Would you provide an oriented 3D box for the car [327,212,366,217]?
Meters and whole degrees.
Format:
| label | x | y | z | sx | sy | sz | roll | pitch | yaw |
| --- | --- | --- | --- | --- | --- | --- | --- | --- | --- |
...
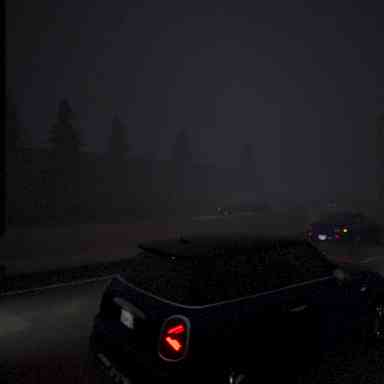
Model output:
| label | x | y | z | sx | sy | sz | roll | pitch | yaw |
| --- | --- | --- | --- | --- | --- | --- | --- | --- | --- |
| car | 6.669 | 1.569 | 14.329 | 4.674 | 1.442 | 1.812 | 0 | 0 | -43 |

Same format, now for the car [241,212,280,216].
| label | x | y | z | sx | sy | sz | roll | pitch | yaw |
| --- | --- | --- | --- | --- | --- | --- | --- | --- | --- |
| car | 4.158 | 1.579 | 21.959 | 1.812 | 1.442 | 4.674 | 0 | 0 | 44 |

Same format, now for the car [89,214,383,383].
| label | x | y | z | sx | sy | sz | roll | pitch | yaw |
| --- | --- | --- | --- | --- | --- | --- | --- | --- | --- |
| car | 1.003 | 1.364 | 4.803 | 4.553 | 1.767 | 2.097 | 0 | 0 | -37 |
